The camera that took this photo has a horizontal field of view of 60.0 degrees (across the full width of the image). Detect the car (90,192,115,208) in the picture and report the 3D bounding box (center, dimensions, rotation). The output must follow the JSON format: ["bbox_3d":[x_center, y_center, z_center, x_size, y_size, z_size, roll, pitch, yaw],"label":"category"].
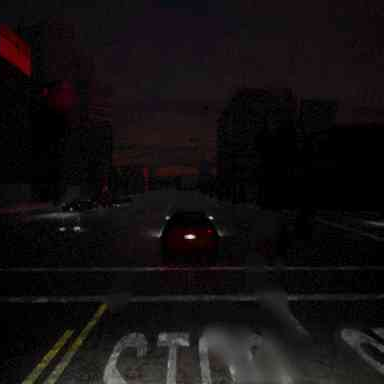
[{"bbox_3d":[-12.044,1.009,43.681,2.150,2.045,5.566,0,0,-3],"label":"car"}]

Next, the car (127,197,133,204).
[{"bbox_3d":[-12.940,1.632,66.246,1.895,1.301,4.718,0,0,-3],"label":"car"}]

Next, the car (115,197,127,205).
[{"bbox_3d":[-12.469,1.474,54.386,1.994,1.385,4.181,0,-1,-2],"label":"car"}]

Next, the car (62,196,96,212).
[{"bbox_3d":[-11.618,1.342,33.995,1.895,1.301,4.718,0,0,-2],"label":"car"}]

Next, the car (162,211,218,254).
[{"bbox_3d":[-0.108,1.437,12.967,1.994,1.385,4.181,0,0,-1],"label":"car"}]
